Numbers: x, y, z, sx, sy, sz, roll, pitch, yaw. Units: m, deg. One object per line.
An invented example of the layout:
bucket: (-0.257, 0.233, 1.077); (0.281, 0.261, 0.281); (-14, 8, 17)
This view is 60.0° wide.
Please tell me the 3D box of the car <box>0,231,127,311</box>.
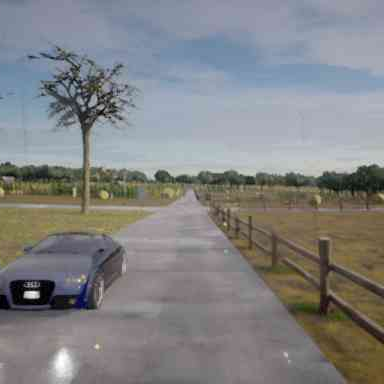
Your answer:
car: (-2.852, 1.658, 7.916); (1.994, 1.385, 4.181); (0, -1, 0)
